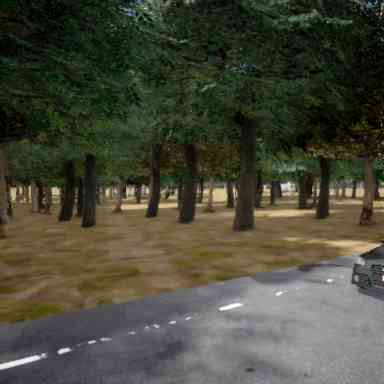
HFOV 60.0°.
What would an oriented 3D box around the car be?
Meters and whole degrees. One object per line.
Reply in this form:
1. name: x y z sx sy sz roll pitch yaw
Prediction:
1. car: 5.642 1.589 7.888 4.181 1.385 1.994 0 0 -35
